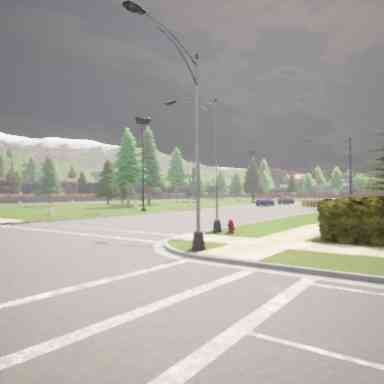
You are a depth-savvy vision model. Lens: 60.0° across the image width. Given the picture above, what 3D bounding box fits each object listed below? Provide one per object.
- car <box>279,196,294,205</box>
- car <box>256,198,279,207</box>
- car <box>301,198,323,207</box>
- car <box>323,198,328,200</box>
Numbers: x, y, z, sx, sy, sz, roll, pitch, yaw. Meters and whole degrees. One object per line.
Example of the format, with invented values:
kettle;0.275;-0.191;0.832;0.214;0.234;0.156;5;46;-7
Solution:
car;18.834;1.628;66.495;2.097;1.767;4.553;-1;0;36
car;12.881;1.754;58.272;1.882;1.535;5.008;-1;0;36
car;20.047;1.671;56.233;1.882;1.535;5.008;-1;0;36
car;26.161;1.793;64.673;1.895;1.301;4.718;-1;0;36
